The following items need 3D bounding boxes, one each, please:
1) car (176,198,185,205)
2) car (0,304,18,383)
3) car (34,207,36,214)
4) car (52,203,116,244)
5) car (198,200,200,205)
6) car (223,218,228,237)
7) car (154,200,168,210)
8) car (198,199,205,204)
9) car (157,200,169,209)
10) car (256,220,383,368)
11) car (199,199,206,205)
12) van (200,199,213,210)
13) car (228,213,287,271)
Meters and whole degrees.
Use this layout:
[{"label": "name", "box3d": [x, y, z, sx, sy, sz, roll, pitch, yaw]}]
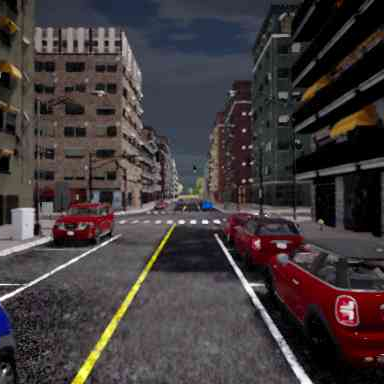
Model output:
[{"label": "car", "box3d": [-2.749, 2.293, 81.797, 2.097, 1.767, 4.553, 0, -1, 0]}, {"label": "car", "box3d": [-2.849, 1.372, 1.527, 2.097, 1.767, 4.553, 0, -1, 0]}, {"label": "car", "box3d": [-21.612, 2.262, 41.233, 4.507, 1.381, 1.887, -1, 0, 0]}, {"label": "car", "box3d": [-5.316, 1.518, 17.061, 2.192, 1.841, 5.009, 0, -1, 0]}, {"label": "car", "box3d": [2.565, 2.395, 71.898, 1.947, 1.339, 4.313, 0, -1, 0]}, {"label": "car", "box3d": [2.564, 1.747, 17.058, 1.887, 1.381, 4.507, 0, -1, 0]}, {"label": "car", "box3d": [-5.282, 2.224, 55.259, 1.802, 1.307, 4.206, 0, -1, 0]}, {"label": "car", "box3d": [2.566, 2.596, 88.698, 1.802, 1.307, 4.206, 0, -1, 0]}, {"label": "car", "box3d": [-5.282, 2.250, 60.848, 1.887, 1.381, 4.507, 0, -1, 0]}, {"label": "car", "box3d": [2.564, 1.511, 5.871, 1.967, 1.590, 4.097, 0, -1, 0]}, {"label": "car", "box3d": [2.566, 2.480, 83.269, 1.752, 1.417, 4.829, 0, -1, 0]}, {"label": "van", "box3d": [2.565, 1.981, 55.100, 1.690, 1.788, 3.998, 0, -1, 0]}, {"label": "car", "box3d": [2.564, 1.576, 11.465, 1.967, 1.590, 4.097, 0, -1, 0]}]
